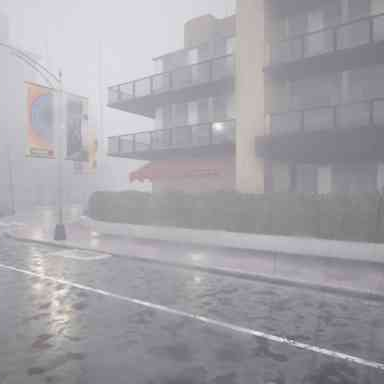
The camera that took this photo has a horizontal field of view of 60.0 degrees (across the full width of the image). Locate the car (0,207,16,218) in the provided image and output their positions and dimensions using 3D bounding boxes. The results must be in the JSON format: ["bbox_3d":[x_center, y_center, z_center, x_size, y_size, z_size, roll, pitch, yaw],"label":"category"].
[{"bbox_3d":[-17.389,1.601,27.797,1.895,1.301,4.718,0,0,36],"label":"car"}]
